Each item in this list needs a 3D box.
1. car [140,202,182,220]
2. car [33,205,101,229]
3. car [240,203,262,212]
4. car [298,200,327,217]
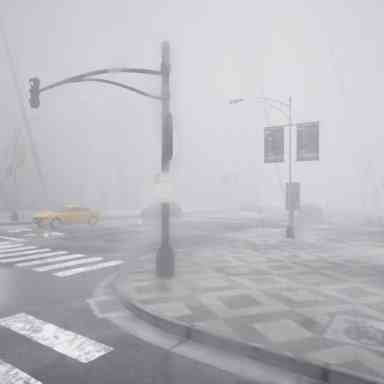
[{"bbox_3d":[-2.979,1.731,32.468,2.097,1.767,4.553,0,-1,35],"label":"car"},{"bbox_3d":[-8.924,1.707,24.080,1.882,1.535,5.008,0,-1,34],"label":"car"},{"bbox_3d":[8.646,2.238,48.824,1.994,1.385,4.181,0,-1,36],"label":"car"},{"bbox_3d":[14.102,2.111,39.410,2.128,1.511,4.902,0,-1,35],"label":"car"}]
